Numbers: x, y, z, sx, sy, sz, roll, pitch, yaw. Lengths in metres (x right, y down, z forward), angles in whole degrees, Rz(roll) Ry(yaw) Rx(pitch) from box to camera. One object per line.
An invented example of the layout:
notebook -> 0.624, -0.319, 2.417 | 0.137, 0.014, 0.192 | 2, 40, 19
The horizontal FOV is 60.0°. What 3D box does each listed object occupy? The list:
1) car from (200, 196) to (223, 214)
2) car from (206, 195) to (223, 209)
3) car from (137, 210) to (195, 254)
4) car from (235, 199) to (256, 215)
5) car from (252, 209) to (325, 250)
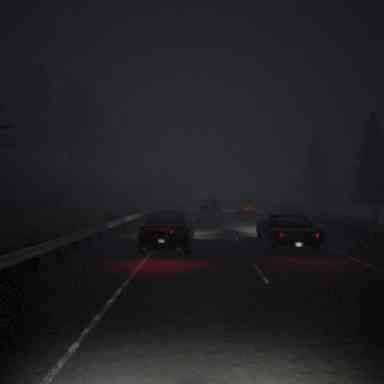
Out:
car -> 2.043, 1.360, 35.698 | 2.097, 1.767, 4.553 | 0, 0, 7
car -> 3.246, 1.363, 46.687 | 2.097, 1.767, 4.553 | 0, 0, 7
car -> -0.922, 1.480, 13.552 | 1.882, 1.535, 5.008 | 0, 0, 2
car -> 5.501, 1.489, 34.338 | 1.882, 1.535, 5.008 | 0, 0, 6
car -> 3.976, 1.608, 14.286 | 1.895, 1.301, 4.718 | 0, 0, 2
